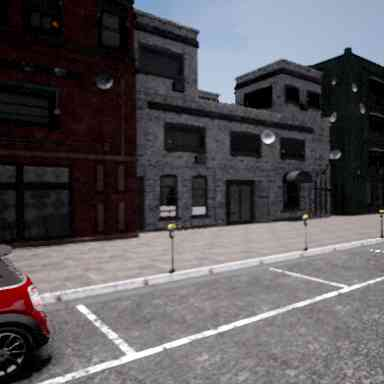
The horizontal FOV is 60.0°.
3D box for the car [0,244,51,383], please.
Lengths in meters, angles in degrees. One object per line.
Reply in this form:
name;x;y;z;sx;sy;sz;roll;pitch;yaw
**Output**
car;-3.933;1.441;3.759;4.097;1.590;1.967;0;0;-35
